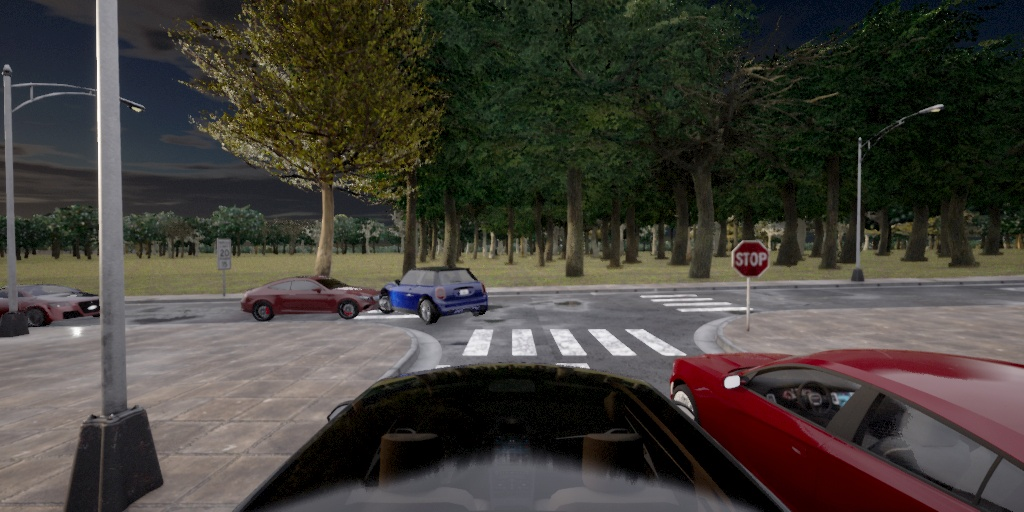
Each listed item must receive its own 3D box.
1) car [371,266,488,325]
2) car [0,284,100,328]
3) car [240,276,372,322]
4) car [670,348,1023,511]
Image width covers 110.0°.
[{"bbox_3d":[-2.880,1.147,12.508,2.097,1.767,4.553,-2,1,-42],"label":"car"},{"bbox_3d":[-16.982,1.707,12.794,4.181,1.385,1.994,-1,1,0],"label":"car"},{"bbox_3d":[-7.007,1.427,12.773,4.674,1.442,1.812,-1,1,0],"label":"car"},{"bbox_3d":[2.637,1.295,2.313,1.888,1.381,4.507,0,0,0],"label":"car"}]
